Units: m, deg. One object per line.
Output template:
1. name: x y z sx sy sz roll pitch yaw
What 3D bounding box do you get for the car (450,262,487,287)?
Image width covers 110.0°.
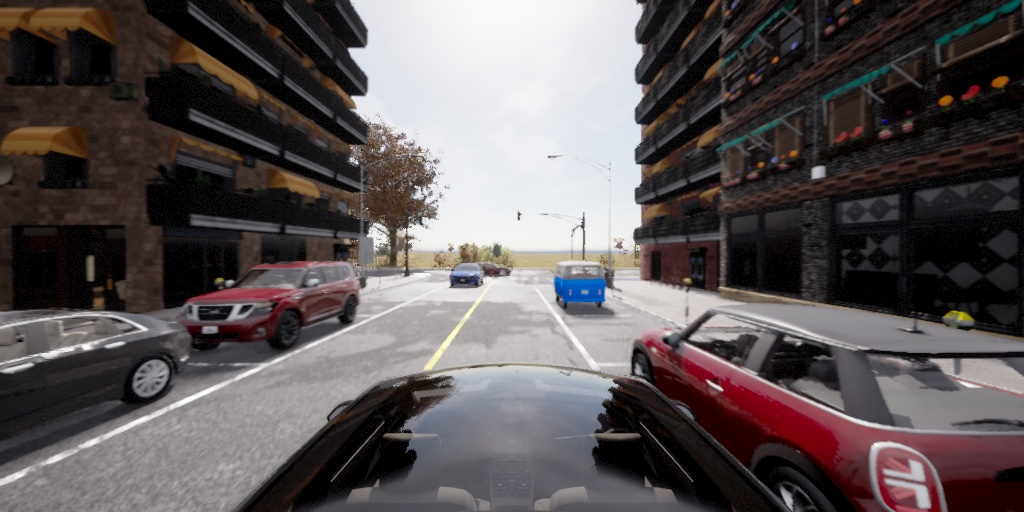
1. car: -3.044 1.252 24.833 1.882 1.535 5.008 0 0 1

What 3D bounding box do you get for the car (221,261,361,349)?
1. car: -5.693 1.074 9.287 2.192 1.841 5.009 0 0 0

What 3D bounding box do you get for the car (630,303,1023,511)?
1. car: 2.688 1.192 3.672 1.967 1.591 4.097 0 0 0

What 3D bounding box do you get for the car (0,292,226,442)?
1. car: -5.693 1.303 3.622 2.007 1.370 4.403 0 0 0

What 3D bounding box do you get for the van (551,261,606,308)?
1. van: 2.687 1.106 15.001 1.690 1.789 3.998 0 0 0

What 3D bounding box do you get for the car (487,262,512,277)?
1. car: -2.547 1.360 37.610 5.008 1.535 1.882 0 1 0
